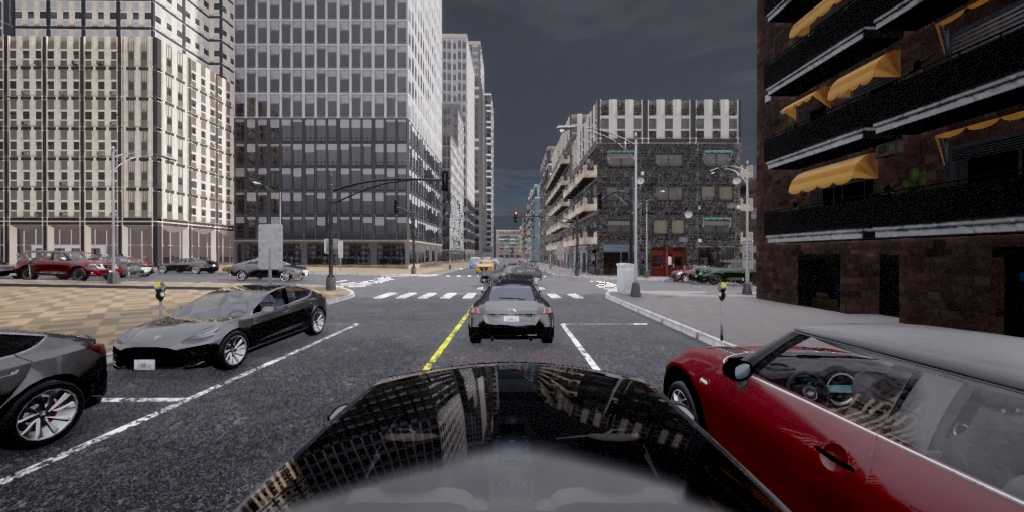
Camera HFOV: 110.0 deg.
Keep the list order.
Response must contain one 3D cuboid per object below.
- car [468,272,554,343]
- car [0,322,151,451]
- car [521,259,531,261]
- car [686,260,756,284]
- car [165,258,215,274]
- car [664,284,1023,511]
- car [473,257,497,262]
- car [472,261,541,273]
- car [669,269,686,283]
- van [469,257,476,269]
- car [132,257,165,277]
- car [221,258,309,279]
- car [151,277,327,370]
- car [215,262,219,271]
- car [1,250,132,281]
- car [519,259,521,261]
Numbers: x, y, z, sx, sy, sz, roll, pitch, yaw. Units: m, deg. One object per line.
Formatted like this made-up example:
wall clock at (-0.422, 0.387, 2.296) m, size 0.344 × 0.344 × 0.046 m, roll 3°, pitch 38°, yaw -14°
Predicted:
car at (-0.020, 1.314, 9.675) m, size 1.994 × 1.385 × 4.181 m, roll 0°, pitch 0°, yaw 0°
car at (-5.689, 1.316, 2.494) m, size 1.948 × 1.339 × 4.313 m, roll 0°, pitch 0°, yaw 0°
car at (2.553, 1.319, 47.411) m, size 1.948 × 1.339 × 4.313 m, roll 0°, pitch 0°, yaw 0°
car at (17.476, 1.326, 28.675) m, size 5.566 × 2.045 × 2.150 m, roll 1°, pitch 0°, yaw -1°
car at (-27.575, 0.815, 30.622) m, size 4.313 × 1.339 × 1.948 m, roll 0°, pitch 0°, yaw -1°
car at (2.692, 1.190, 2.521) m, size 1.967 × 1.591 × 4.097 m, roll 0°, pitch 0°, yaw 0°
car at (-3.225, 1.230, 43.397) m, size 1.882 × 1.535 × 5.008 m, roll 0°, pitch 0°, yaw 0°
car at (-0.016, 1.292, 24.188) m, size 4.892 × 1.490 × 1.837 m, roll 1°, pitch -2°, yaw -44°
car at (15.925, 1.508, 31.248) m, size 4.097 × 1.591 × 1.967 m, roll 0°, pitch 0°, yaw -1°
van at (-5.859, 1.097, 57.351) m, size 1.690 × 1.789 × 3.998 m, roll 0°, pitch 0°, yaw 0°
car at (-27.747, 0.754, 24.828) m, size 4.902 × 1.511 × 2.128 m, roll 1°, pitch 0°, yaw -1°
car at (-16.798, 0.959, 24.990) m, size 4.902 × 1.511 × 2.128 m, roll 1°, pitch 0°, yaw -1°
car at (-5.705, 1.315, 7.740) m, size 1.948 × 1.339 × 4.313 m, roll 0°, pitch 0°, yaw 0°
car at (-22.131, 0.880, 30.788) m, size 4.829 × 1.417 × 1.751 m, roll 0°, pitch 0°, yaw -1°
car at (-27.446, 0.591, 22.241) m, size 5.009 × 1.841 × 2.192 m, roll 0°, pitch 0°, yaw -1°
car at (2.522, 1.301, 57.378) m, size 1.888 × 1.381 × 4.507 m, roll 0°, pitch 0°, yaw 0°
